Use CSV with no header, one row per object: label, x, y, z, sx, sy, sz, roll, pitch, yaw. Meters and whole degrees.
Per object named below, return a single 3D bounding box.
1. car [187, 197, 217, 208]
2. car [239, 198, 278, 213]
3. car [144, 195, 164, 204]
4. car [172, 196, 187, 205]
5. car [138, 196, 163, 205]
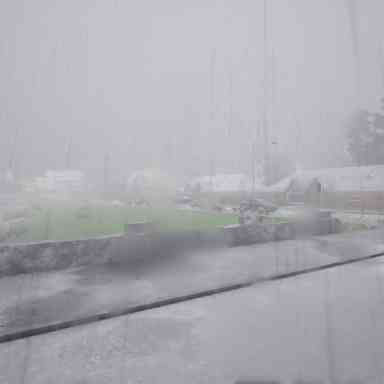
car,1.619,1.563,45.913,1.994,1.385,4.181,0,0,-36
car,7.466,1.505,37.703,1.837,1.490,4.892,0,0,-35
car,-7.579,1.478,65.868,1.882,1.535,5.008,0,0,-35
car,-1.653,1.478,57.635,1.882,1.535,5.008,0,0,-35
car,-7.861,1.547,59.372,2.033,1.411,5.357,0,0,-35
